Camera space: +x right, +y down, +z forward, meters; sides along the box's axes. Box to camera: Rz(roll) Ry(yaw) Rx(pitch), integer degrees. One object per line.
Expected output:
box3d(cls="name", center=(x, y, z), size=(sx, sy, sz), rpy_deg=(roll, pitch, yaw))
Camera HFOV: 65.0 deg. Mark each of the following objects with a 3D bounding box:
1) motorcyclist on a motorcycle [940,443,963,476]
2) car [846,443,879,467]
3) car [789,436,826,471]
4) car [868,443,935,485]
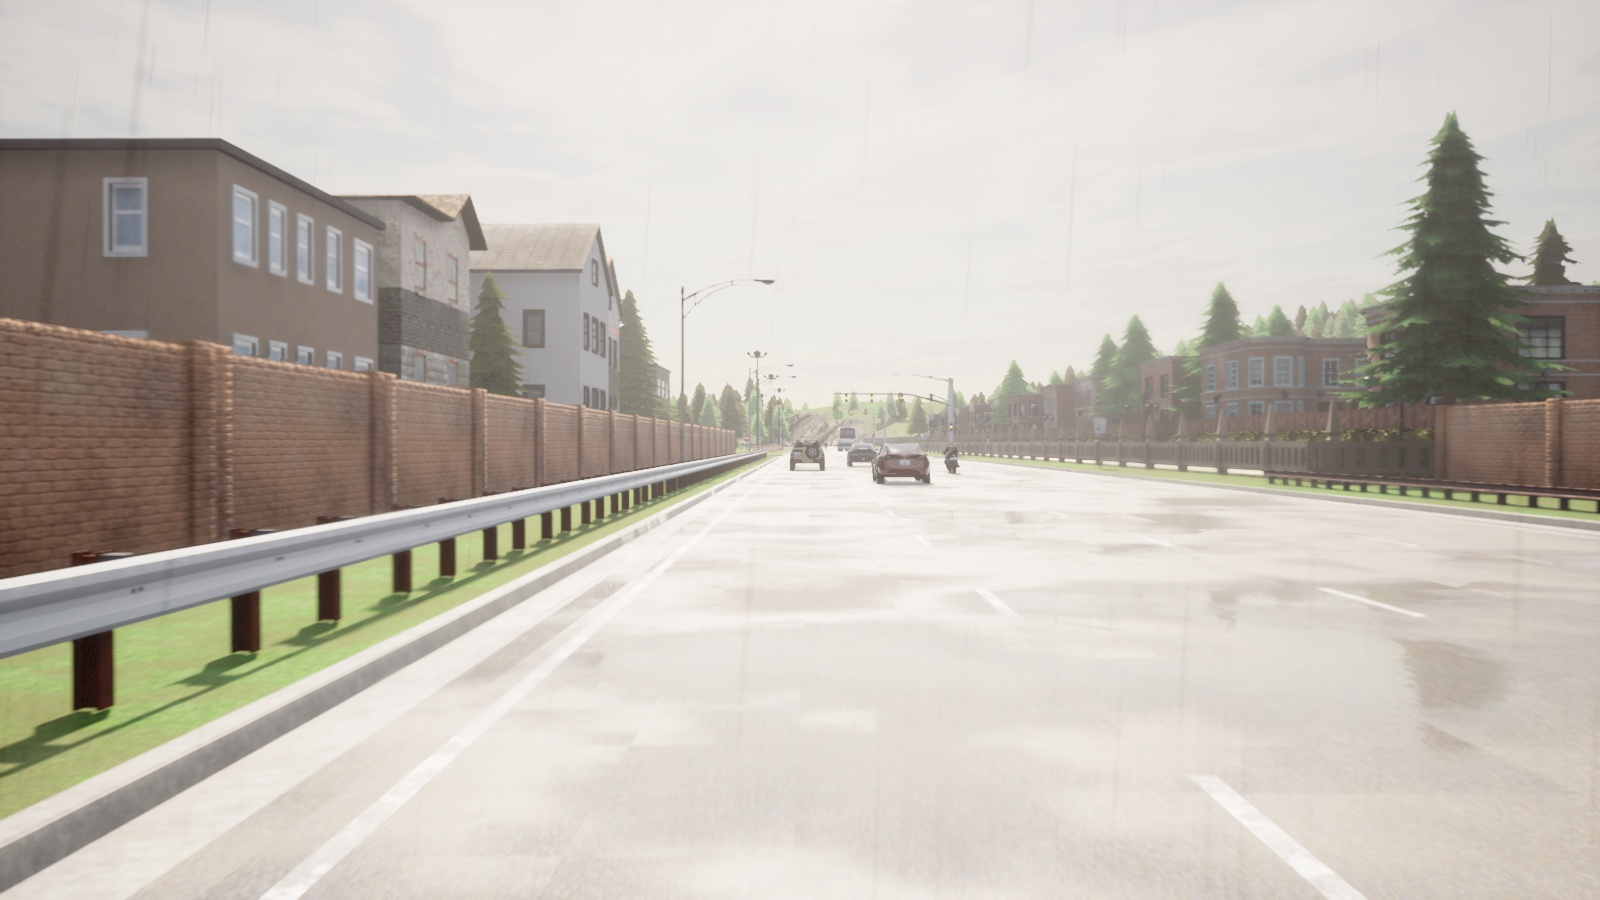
box3d(cls="motorcyclist on a motorcycle", center=(7.362, 0.445, 61.027), size=(0.866, 1.530, 2.191), rpy_deg=(0, 1, 0))
box3d(cls="car", center=(3.972, 0.303, 80.431), size=(1.837, 1.490, 4.892), rpy_deg=(0, 0, 0))
box3d(cls="car", center=(0.410, 0.174, 69.416), size=(1.932, 1.855, 4.605), rpy_deg=(0, 0, 0))
box3d(cls="car", center=(3.785, 0.483, 47.522), size=(2.163, 1.488, 4.792), rpy_deg=(0, 0, 0))
